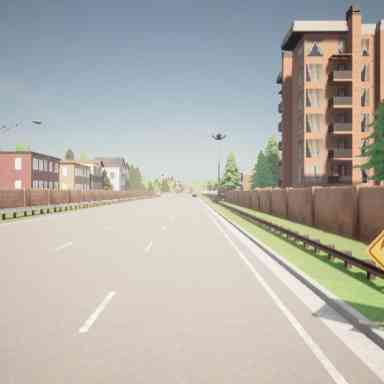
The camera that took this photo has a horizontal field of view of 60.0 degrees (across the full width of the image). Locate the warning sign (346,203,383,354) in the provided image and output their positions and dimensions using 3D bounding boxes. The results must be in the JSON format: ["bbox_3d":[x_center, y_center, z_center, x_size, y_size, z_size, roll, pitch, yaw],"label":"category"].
[{"bbox_3d":[3.050,1.099,4.648,1.300,1.860,1.060,0,0,0],"label":"warning sign"}]
